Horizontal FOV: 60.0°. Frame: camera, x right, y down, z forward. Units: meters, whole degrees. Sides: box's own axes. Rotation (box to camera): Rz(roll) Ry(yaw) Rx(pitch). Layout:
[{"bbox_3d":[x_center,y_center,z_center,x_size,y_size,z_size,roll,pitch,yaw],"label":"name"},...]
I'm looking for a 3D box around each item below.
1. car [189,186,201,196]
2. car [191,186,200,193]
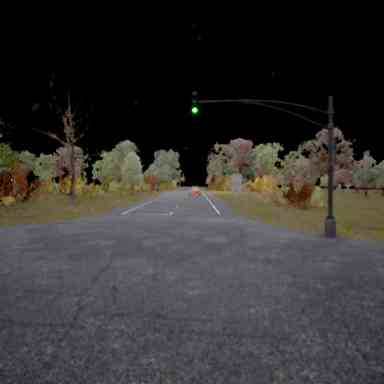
[{"bbox_3d":[0.565,-0.277,59.554,2.097,1.767,4.553,0,2,1],"label":"car"},{"bbox_3d":[0.660,-0.483,69.586,1.812,1.442,4.674,0,1,1],"label":"car"}]
